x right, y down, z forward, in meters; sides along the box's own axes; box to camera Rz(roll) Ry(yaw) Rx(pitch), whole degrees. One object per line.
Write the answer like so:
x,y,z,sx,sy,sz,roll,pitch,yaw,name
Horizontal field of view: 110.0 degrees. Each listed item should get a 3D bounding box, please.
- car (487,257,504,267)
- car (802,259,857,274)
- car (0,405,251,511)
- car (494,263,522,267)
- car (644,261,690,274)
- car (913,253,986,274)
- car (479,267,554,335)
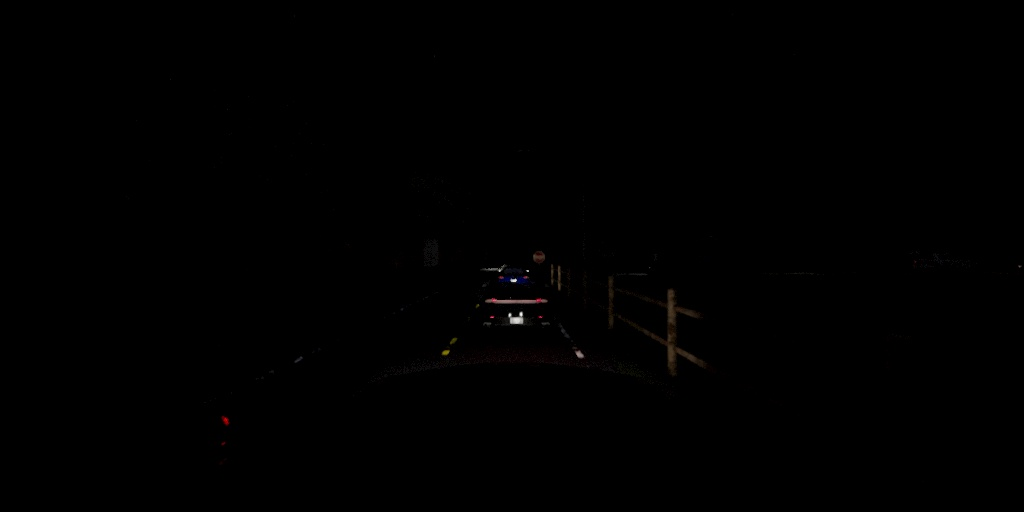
-2.815,1.302,57.516,1.994,1.385,4.181,0,0,0,car
34.378,1.092,38.896,5.008,1.535,1.882,0,0,-1,car
-2.751,1.313,0.680,1.994,1.385,4.181,0,0,0,car
0.113,1.321,22.078,1.994,1.385,4.181,0,0,1,car
16.649,1.217,38.605,4.674,1.442,1.812,0,0,-1,car
43.979,0.769,36.176,5.566,2.045,2.150,0,0,0,car
0.103,1.247,10.528,2.128,1.511,4.902,0,0,0,car
